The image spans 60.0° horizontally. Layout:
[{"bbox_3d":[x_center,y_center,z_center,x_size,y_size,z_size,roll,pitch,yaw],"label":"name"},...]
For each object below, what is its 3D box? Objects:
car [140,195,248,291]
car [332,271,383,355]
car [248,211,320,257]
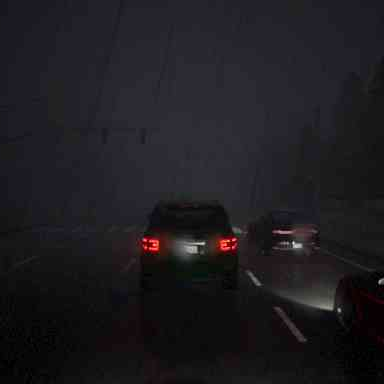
[{"bbox_3d":[-0.098,1.221,9.194,2.150,2.045,5.566,0,0,-1],"label":"car"},{"bbox_3d":[3.425,1.564,4.043,1.994,1.385,4.181,0,0,-1],"label":"car"},{"bbox_3d":[3.336,1.492,12.951,2.128,1.511,4.902,0,0,0],"label":"car"}]
